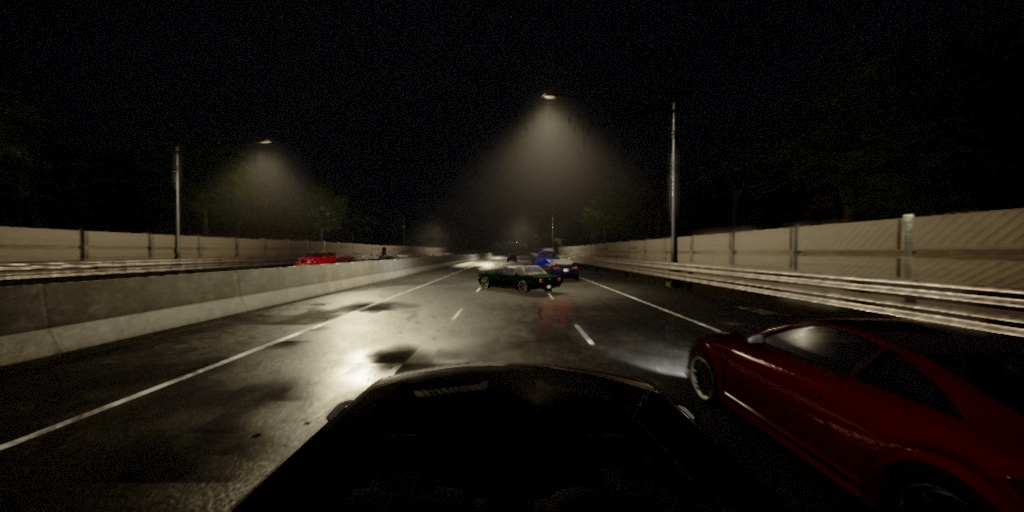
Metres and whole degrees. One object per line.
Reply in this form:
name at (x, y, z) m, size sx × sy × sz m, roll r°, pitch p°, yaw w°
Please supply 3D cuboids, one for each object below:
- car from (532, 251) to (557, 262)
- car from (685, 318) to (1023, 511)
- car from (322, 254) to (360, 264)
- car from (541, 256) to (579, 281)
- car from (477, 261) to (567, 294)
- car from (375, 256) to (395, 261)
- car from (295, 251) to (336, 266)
car at (3.500, 0.516, 36.539) m, size 2.150 × 2.045 × 5.566 m, roll 0°, pitch 1°, yaw 0°
car at (3.500, 1.289, 3.510) m, size 1.994 × 1.385 × 4.181 m, roll 0°, pitch 1°, yaw 0°
car at (-17.579, 0.808, 37.686) m, size 1.812 × 1.442 × 4.674 m, roll 0°, pitch 1°, yaw 0°
car at (3.500, 0.937, 25.541) m, size 2.163 × 1.488 × 4.792 m, roll 0°, pitch 1°, yaw 0°
car at (0.259, 1.127, 18.399) m, size 1.895 × 1.301 × 4.718 m, roll -1°, pitch 1°, yaw -42°
car at (-14.067, 0.781, 39.858) m, size 1.812 × 1.442 × 4.674 m, roll 0°, pitch 0°, yaw 0°
car at (-21.080, 0.487, 39.027) m, size 2.150 × 2.045 × 5.566 m, roll 0°, pitch 1°, yaw 0°
